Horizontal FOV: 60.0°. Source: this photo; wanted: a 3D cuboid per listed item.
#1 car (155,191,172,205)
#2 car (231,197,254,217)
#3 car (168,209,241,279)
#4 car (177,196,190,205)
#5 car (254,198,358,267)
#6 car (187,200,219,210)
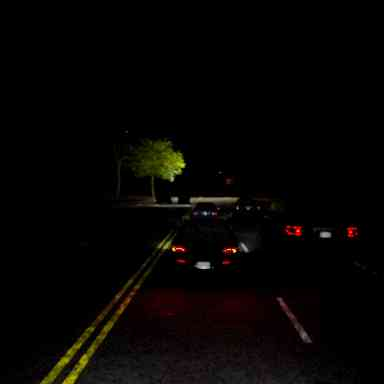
[{"bbox_3d":[-4.419,0.883,52.755,2.150,2.045,5.566,1,0,3],"label":"car"},{"bbox_3d":[4.404,1.285,27.480,2.097,1.767,4.553,1,0,3],"label":"car"},{"bbox_3d":[0.392,1.481,9.841,1.812,1.442,4.674,1,0,3],"label":"car"},{"bbox_3d":[-1.197,1.267,52.247,2.033,1.411,5.357,1,0,3],"label":"car"},{"bbox_3d":[3.739,1.227,11.646,2.150,2.045,5.566,1,0,3],"label":"car"},{"bbox_3d":[0.985,1.439,24.193,2.033,1.411,5.357,1,0,3],"label":"car"}]
